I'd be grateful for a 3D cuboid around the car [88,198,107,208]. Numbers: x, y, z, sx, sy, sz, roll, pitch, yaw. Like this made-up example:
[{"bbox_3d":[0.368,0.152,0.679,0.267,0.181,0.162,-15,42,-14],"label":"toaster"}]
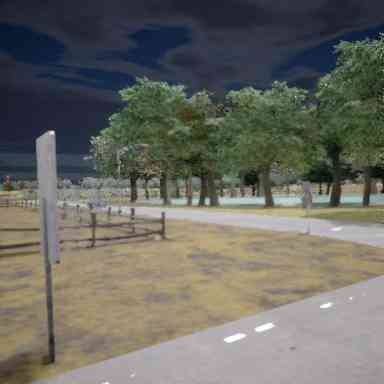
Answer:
[{"bbox_3d":[-15.039,1.682,52.598,1.837,1.490,4.892,-3,2,-35],"label":"car"}]
